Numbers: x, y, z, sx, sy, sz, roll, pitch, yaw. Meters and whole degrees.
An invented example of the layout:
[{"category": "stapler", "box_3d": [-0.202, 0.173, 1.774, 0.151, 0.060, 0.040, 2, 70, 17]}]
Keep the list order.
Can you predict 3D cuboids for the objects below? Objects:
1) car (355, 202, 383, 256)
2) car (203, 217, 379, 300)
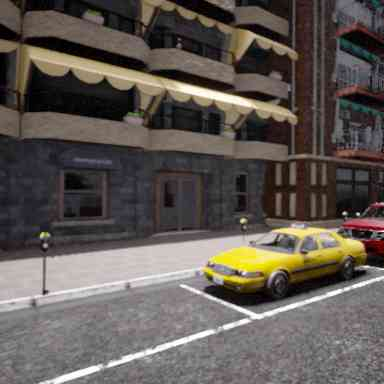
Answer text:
[{"category": "car", "box_3d": [7.186, 1.281, 11.670, 5.009, 1.841, 2.192, 0, 1, -35]}, {"category": "car", "box_3d": [2.513, 1.507, 8.340, 4.829, 1.417, 1.752, 0, 1, -35]}]
